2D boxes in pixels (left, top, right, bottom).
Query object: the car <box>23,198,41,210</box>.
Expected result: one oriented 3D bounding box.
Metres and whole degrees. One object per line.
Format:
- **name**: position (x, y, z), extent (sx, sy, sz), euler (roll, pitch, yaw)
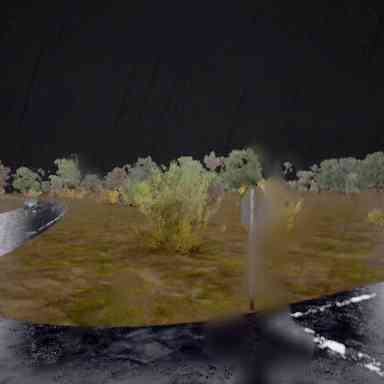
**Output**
- **car**: position (-22.380, 1.621, 46.691), extent (2.128, 1.511, 4.902), euler (0, 0, -19)
